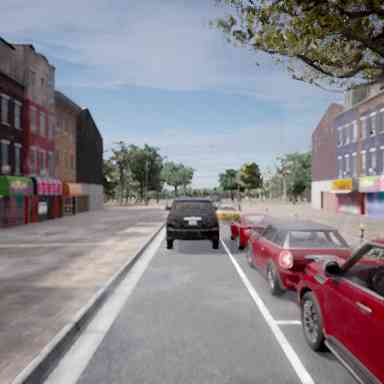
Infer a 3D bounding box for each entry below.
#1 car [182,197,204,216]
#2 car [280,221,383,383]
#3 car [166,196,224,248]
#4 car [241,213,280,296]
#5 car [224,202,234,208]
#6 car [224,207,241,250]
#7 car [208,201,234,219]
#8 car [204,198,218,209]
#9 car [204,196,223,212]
[{"bbox_3d":[0.102,1.438,35.090,2.097,1.767,4.553,0,0,0],"label":"car"},{"bbox_3d":[2.638,1.321,3.174,2.192,1.841,5.009,0,0,0],"label":"car"},{"bbox_3d":[0.020,1.249,15.104,2.150,2.045,5.566,0,0,0],"label":"car"},{"bbox_3d":[2.638,1.457,8.719,1.967,1.590,4.097,0,0,0],"label":"car"},{"bbox_3d":[2.638,1.578,25.526,1.752,1.417,4.829,0,0,0],"label":"car"},{"bbox_3d":[2.638,1.572,14.265,1.887,1.381,4.507,0,0,0],"label":"car"},{"bbox_3d":[2.638,1.622,30.900,2.008,1.369,4.403,0,0,0],"label":"car"},{"bbox_3d":[2.639,1.653,47.707,1.752,1.417,4.829,0,0,0],"label":"car"},{"bbox_3d":[2.638,1.424,41.992,2.192,1.841,5.009,0,0,0],"label":"car"}]
